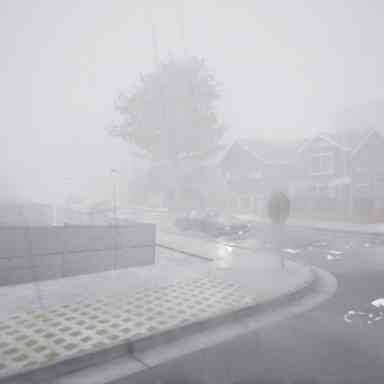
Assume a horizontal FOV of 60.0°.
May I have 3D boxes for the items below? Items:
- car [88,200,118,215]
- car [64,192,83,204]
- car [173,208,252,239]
[{"bbox_3d":[-9.434,1.605,34.846,2.033,1.411,5.357,-3,2,-31],"label":"car"},{"bbox_3d":[-17.462,1.010,48.862,2.150,2.045,5.566,-3,1,-29],"label":"car"},{"bbox_3d":[0.920,1.617,18.505,2.033,1.411,5.357,-3,2,-33],"label":"car"}]
